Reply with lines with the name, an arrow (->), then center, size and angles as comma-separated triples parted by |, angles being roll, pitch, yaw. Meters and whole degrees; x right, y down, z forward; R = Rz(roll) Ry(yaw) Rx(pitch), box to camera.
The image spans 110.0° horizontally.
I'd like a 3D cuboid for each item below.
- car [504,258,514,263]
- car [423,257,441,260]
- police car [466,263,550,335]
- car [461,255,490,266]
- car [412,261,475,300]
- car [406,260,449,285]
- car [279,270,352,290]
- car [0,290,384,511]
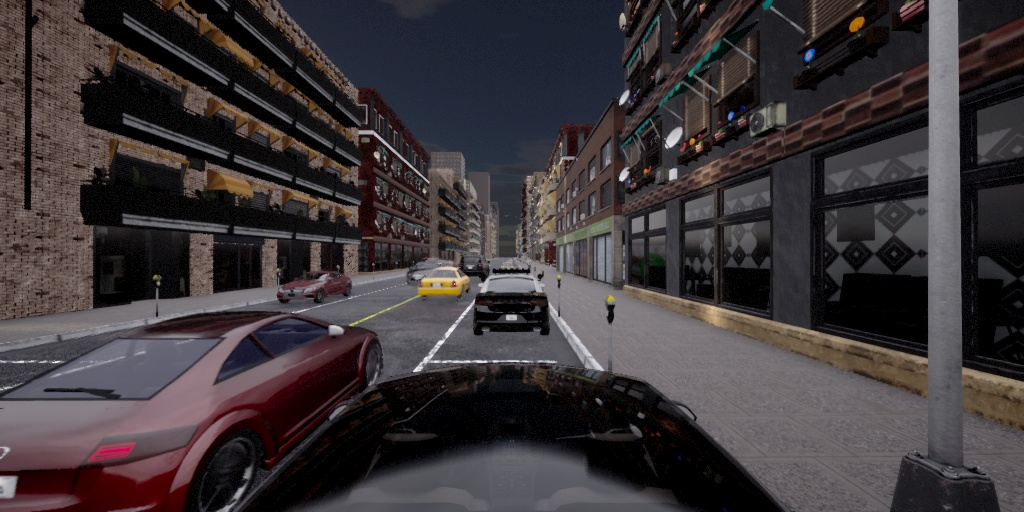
car -> -0.456, 1.275, 39.173 | 1.751, 1.417, 4.829 | 0, 0, 0
car -> -8.837, 1.064, 39.007 | 2.192, 1.841, 5.009 | 0, 0, 0
police car -> -0.011, 1.175, 10.609 | 1.930, 1.638, 5.238 | 0, 0, 0
car -> -3.066, 0.972, 29.568 | 2.150, 2.045, 5.566 | 0, 0, 1
car -> -3.147, 1.206, 17.568 | 1.801, 1.575, 5.366 | 0, 0, 0
car -> -6.245, 1.242, 26.067 | 2.128, 1.511, 4.902 | 0, 0, 0
car -> -8.837, 1.333, 16.462 | 1.802, 1.307, 4.207 | 0, 0, 0
car -> -3.050, 1.314, 4.090 | 1.994, 1.385, 4.181 | 0, 0, 0
